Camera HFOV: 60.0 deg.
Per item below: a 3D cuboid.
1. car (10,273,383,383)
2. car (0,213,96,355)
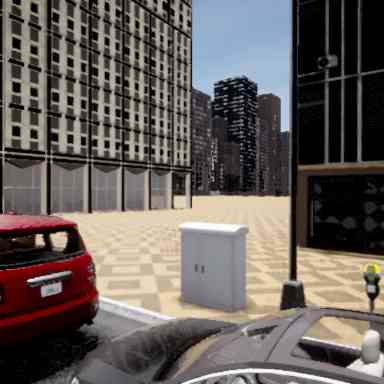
[{"bbox_3d":[0.933,1.547,2.213,4.403,1.369,2.008,1,0,35],"label":"car"},{"bbox_3d":[-3.680,1.266,5.492,5.009,1.841,2.192,1,0,35],"label":"car"}]
